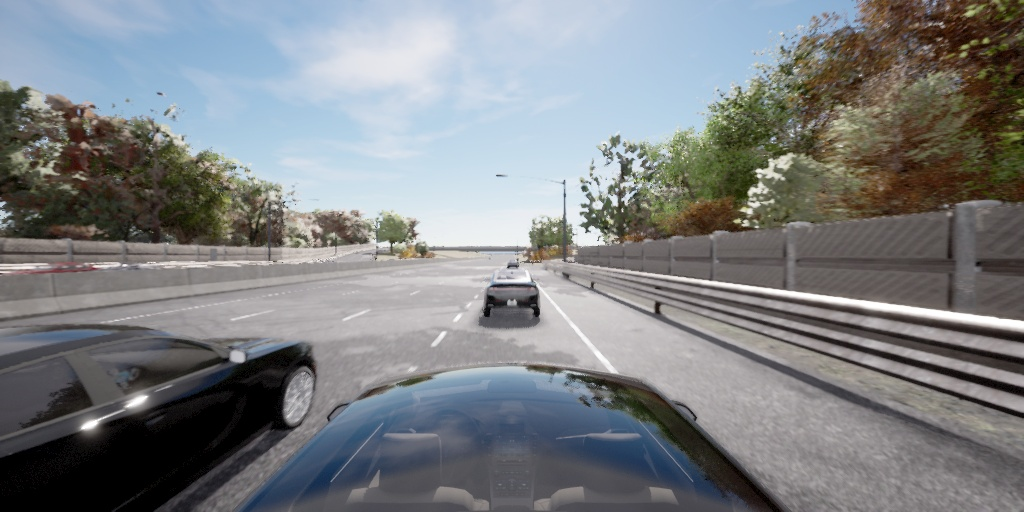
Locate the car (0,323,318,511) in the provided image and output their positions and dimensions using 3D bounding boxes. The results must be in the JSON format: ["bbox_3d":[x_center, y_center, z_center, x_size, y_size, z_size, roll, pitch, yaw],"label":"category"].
[{"bbox_3d":[-3.397,1.227,2.567,1.882,1.535,5.008,0,0,0],"label":"car"}]

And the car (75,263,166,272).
[{"bbox_3d":[-24.524,1.348,23.371,1.895,1.301,4.718,0,0,1],"label":"car"}]

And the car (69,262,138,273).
[{"bbox_3d":[-28.070,1.240,26.181,2.128,1.511,4.902,0,0,0],"label":"car"}]

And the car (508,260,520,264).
[{"bbox_3d":[0.320,1.329,60.021,2.033,1.411,5.357,0,0,5],"label":"car"}]

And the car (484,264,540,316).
[{"bbox_3d":[0.000,1.236,13.377,2.128,1.511,4.902,0,0,0],"label":"car"}]

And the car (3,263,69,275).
[{"bbox_3d":[-31.569,1.226,24.973,1.882,1.535,5.008,0,0,0],"label":"car"}]

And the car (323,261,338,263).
[{"bbox_3d":[-21.067,1.310,41.085,2.033,1.411,5.357,0,0,0],"label":"car"}]
